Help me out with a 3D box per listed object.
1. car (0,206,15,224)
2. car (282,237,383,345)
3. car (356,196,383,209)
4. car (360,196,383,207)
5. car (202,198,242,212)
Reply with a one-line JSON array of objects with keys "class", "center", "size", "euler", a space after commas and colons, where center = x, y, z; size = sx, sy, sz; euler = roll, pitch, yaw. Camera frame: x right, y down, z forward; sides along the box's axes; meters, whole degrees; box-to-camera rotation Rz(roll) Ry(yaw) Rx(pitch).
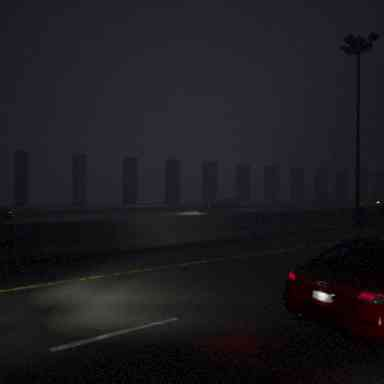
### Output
[{"class": "car", "center": [-13.429, 1.377, 20.189], "size": [4.674, 1.442, 1.812], "euler": [0, 0, -35]}, {"class": "car", "center": [3.639, 1.537, 6.083], "size": [4.181, 1.385, 1.994], "euler": [0, 0, -33]}, {"class": "car", "center": [23.408, 1.343, 42.814], "size": [4.674, 1.442, 1.812], "euler": [0, 1, -29]}, {"class": "car", "center": [21.245, 1.194, 37.532], "size": [4.553, 1.767, 2.097], "euler": [0, 0, -29]}, {"class": "car", "center": [3.196, 1.335, 35.015], "size": [4.674, 1.442, 1.812], "euler": [0, 0, -31]}]
